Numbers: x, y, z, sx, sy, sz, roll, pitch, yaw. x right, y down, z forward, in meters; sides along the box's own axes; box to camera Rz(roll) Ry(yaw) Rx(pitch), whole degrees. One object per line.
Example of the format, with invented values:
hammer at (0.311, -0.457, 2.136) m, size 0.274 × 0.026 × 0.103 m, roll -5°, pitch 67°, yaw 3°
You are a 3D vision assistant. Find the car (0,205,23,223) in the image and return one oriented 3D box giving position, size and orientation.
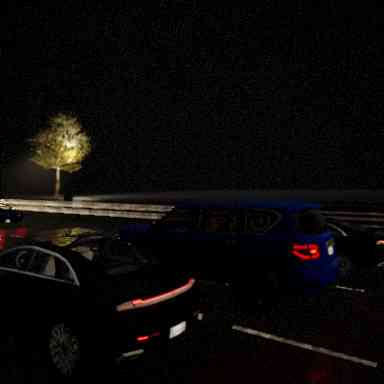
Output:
car at (-13.283, 1.517, 22.049) m, size 4.718 × 1.301 × 1.895 m, roll 0°, pitch 0°, yaw 35°

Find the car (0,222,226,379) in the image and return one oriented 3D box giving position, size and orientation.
car at (-2.147, 1.479, 5.519) m, size 4.902 × 1.511 × 2.128 m, roll 0°, pitch 0°, yaw 35°

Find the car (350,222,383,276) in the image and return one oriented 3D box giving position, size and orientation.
car at (3.318, 1.484, 10.219) m, size 4.902 × 1.511 × 2.128 m, roll 0°, pitch 0°, yaw 35°

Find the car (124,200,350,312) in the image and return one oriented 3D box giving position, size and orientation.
car at (0.485, 1.211, 7.944) m, size 5.566 × 2.045 × 2.150 m, roll 0°, pitch 0°, yaw 35°
